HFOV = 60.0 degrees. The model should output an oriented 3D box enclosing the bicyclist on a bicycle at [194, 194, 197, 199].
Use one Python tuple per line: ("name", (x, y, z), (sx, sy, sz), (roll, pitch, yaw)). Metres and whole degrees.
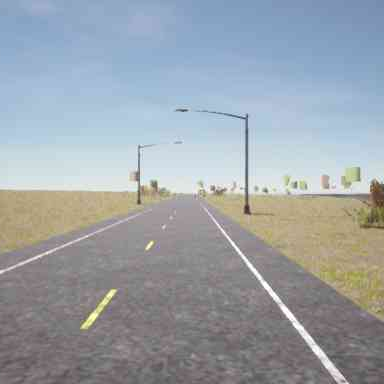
("bicyclist on a bicycle", (0.982, 1.368, 89.841), (0.659, 1.776, 1.843), (1, 1, 0))
